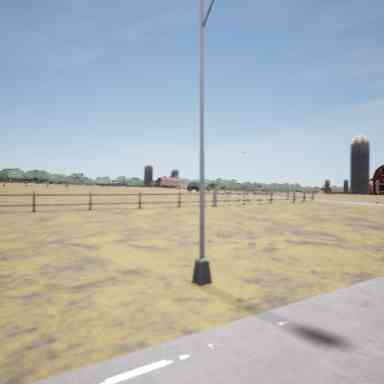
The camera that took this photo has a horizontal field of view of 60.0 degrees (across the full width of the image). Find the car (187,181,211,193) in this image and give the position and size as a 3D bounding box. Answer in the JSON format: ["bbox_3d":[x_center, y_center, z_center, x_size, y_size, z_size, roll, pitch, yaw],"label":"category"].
[{"bbox_3d":[1.344,-0.978,64.172,2.150,2.045,5.566,1,2,-36],"label":"car"}]
